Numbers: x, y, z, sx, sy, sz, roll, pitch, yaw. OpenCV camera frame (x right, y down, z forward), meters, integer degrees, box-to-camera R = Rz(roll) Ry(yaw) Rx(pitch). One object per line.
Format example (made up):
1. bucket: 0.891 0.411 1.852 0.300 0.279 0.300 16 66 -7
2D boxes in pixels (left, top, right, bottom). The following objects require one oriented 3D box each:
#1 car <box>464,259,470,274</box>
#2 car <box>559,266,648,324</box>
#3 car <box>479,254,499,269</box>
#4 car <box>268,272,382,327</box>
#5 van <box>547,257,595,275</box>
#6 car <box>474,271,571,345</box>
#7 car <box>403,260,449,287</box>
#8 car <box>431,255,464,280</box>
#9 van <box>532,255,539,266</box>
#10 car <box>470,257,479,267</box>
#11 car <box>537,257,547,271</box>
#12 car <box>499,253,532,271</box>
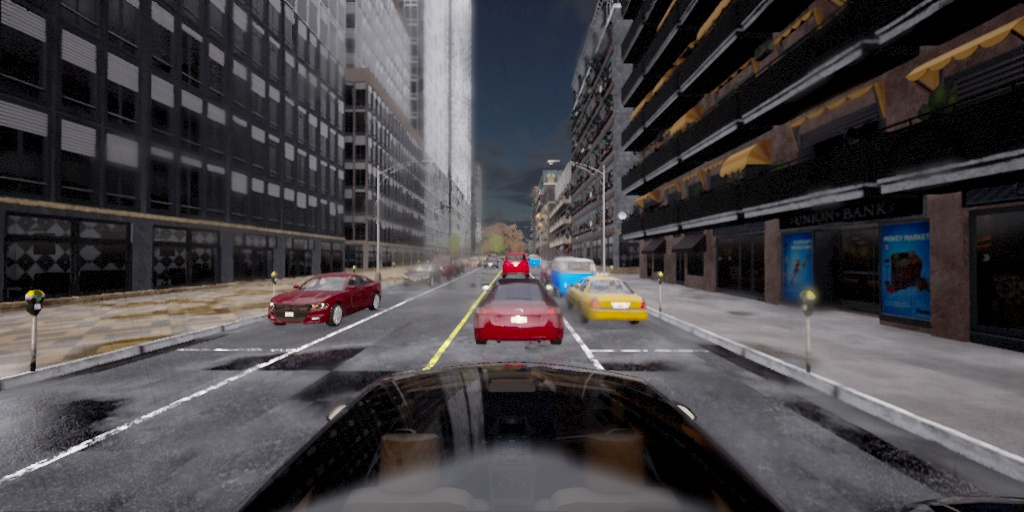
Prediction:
1. car: -5.438 1.068 33.942 1.948 1.339 4.313 0 0 0
2. car: 2.766 1.202 11.425 1.751 1.417 4.829 0 0 0
3. car: -2.652 0.898 46.743 2.128 1.511 4.902 0 0 1
4. car: -5.616 1.221 11.314 1.888 1.381 4.507 0 0 0
5. van: 2.809 0.974 16.912 1.690 1.789 3.998 0 0 0
6. car: 0.158 1.255 9.317 1.994 1.385 4.181 0 0 0
7. car: -5.527 1.140 22.628 2.007 1.370 4.403 0 0 0
8. car: -5.483 0.860 28.285 2.192 1.841 5.009 0 0 0
9. van: 3.076 0.714 50.854 1.690 1.789 3.998 0 0 0
10. car: -5.305 0.813 50.913 1.967 1.591 4.097 0 0 0
11. car: 2.854 1.030 22.569 1.967 1.591 4.097 0 0 0
12. car: 0.318 0.754 30.064 2.150 2.045 5.566 0 0 1
